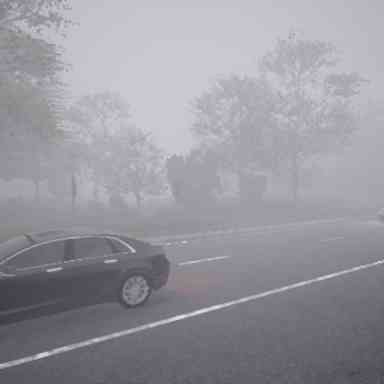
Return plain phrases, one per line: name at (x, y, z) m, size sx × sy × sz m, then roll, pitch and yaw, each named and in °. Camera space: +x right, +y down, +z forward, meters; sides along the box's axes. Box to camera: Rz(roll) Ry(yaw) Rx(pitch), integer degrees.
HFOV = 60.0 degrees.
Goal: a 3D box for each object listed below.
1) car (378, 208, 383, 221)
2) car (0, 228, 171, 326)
car at (14.822, 1.250, 23.164) m, size 4.674 × 1.442 × 1.812 m, roll -1°, pitch 0°, yaw -35°
car at (-2.727, 1.491, 6.236) m, size 4.892 × 1.490 × 1.837 m, roll 0°, pitch 0°, yaw -35°
